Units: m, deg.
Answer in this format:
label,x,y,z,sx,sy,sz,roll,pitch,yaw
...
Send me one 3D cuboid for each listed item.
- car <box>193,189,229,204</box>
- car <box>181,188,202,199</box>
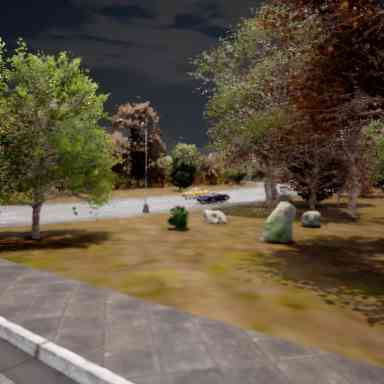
label,x,y,z,sx,sy,sz,roll,pitch,yaw
car,2.596,0.659,40.295,1.895,1.301,4.718,1,3,39
car,0.468,0.172,48.908,1.882,1.535,5.008,1,4,39
